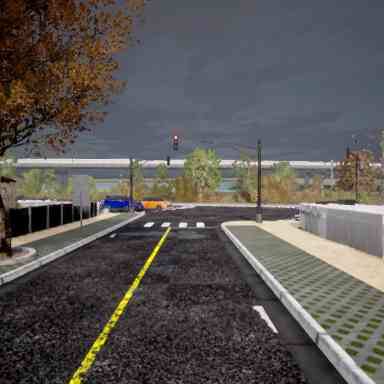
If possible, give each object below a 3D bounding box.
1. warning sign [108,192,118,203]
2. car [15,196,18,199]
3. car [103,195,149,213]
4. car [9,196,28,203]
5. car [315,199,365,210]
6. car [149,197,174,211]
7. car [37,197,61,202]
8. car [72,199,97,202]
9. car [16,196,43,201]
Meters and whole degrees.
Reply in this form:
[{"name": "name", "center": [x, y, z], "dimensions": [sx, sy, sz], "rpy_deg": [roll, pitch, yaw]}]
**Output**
[{"name": "warning sign", "center": [-14.286, 0.991, 60.228], "dimensions": [1.060, 1.860, 1.300], "rpy_deg": [2, 1, 36]}, {"name": "car", "center": [-32.480, 1.736, 65.882], "dimensions": [4.902, 1.511, 2.128], "rpy_deg": [-1, 2, 36]}, {"name": "car", "center": [-8.322, 1.411, 40.170], "dimensions": [5.566, 2.045, 2.150], "rpy_deg": [0, 2, 36]}, {"name": "car", "center": [-39.012, 1.580, 74.626], "dimensions": [4.892, 1.490, 1.837], "rpy_deg": [-1, 2, 36]}, {"name": "car", "center": [11.075, 1.496, 26.127], "dimensions": [5.008, 1.535, 1.882], "rpy_deg": [-1, 2, 36]}, {"name": "car", "center": [-4.444, 1.413, 41.391], "dimensions": [4.553, 1.767, 2.097], "rpy_deg": [0, 2, 36]}, {"name": "car", "center": [-20.475, 1.819, 49.024], "dimensions": [4.674, 1.442, 1.812], "rpy_deg": [0, 2, 36]}, {"name": "car", "center": [-16.002, 1.639, 49.789], "dimensions": [5.008, 1.535, 1.882], "rpy_deg": [-1, 2, 36]}, {"name": "car", "center": [-28.815, 1.875, 59.164], "dimensions": [4.718, 1.301, 1.895], "rpy_deg": [-1, 2, 36]}]
